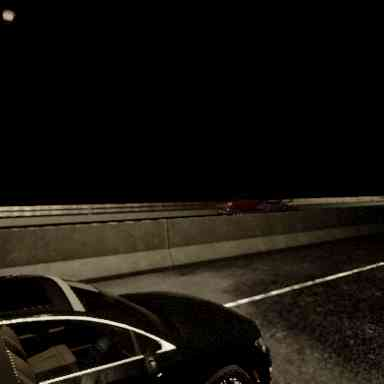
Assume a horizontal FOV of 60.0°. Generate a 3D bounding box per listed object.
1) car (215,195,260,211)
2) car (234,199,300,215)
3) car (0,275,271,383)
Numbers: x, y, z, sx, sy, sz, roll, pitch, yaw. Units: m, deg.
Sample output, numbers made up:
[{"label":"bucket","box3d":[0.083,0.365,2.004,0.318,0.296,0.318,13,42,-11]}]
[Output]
[{"label":"car","box3d":[4.053,0.971,28.263,4.553,1.767,2.097,0,0,-36]},{"label":"car","box3d":[6.067,1.511,25.401,5.357,1.411,2.033,0,0,-36]},{"label":"car","box3d":[-1.428,1.503,2.729,4.892,1.490,1.837,0,0,-36]}]
